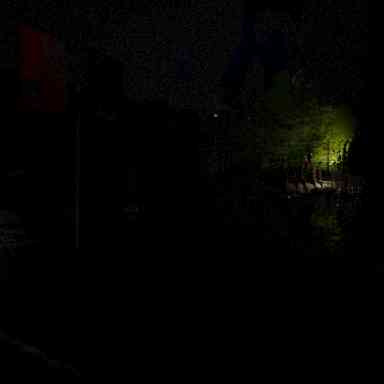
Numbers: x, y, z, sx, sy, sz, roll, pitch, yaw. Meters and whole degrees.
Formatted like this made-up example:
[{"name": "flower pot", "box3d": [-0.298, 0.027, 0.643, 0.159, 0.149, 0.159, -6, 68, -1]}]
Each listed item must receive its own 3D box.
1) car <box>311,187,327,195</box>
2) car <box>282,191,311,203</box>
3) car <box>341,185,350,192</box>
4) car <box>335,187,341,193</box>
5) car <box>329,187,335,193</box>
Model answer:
[{"name": "car", "box3d": [25.215, -0.208, 67.342, 2.008, 1.369, 4.403, 3, 3, 36]}, {"name": "car", "box3d": [12.571, 0.528, 40.540, 1.994, 1.385, 4.181, 1, 2, 36]}, {"name": "car", "box3d": [38.889, -0.675, 86.430, 1.802, 1.307, 4.206, 2, 3, 36]}, {"name": "car", "box3d": [32.553, -0.465, 77.563, 1.947, 1.339, 4.313, 2, 3, 36]}, {"name": "car", "box3d": [29.385, -0.363, 73.129, 2.008, 1.369, 4.403, 3, 3, 36]}]
